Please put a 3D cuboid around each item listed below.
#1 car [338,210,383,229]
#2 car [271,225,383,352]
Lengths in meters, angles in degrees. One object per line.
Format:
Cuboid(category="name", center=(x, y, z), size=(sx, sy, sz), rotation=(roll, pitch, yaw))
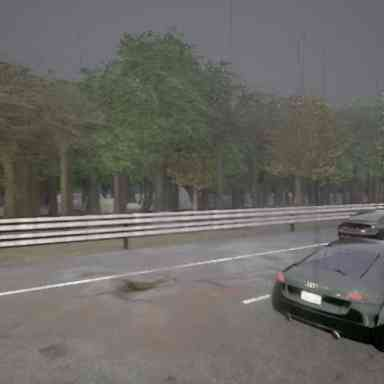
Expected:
Cuboid(category="car", center=(7.944, 1.512, 13.702), size=(4.892, 1.490, 1.837), rotation=(0, 0, -35))
Cuboid(category="car", center=(3.436, 1.568, 6.197), size=(4.181, 1.385, 1.994), rotation=(0, 0, -35))
